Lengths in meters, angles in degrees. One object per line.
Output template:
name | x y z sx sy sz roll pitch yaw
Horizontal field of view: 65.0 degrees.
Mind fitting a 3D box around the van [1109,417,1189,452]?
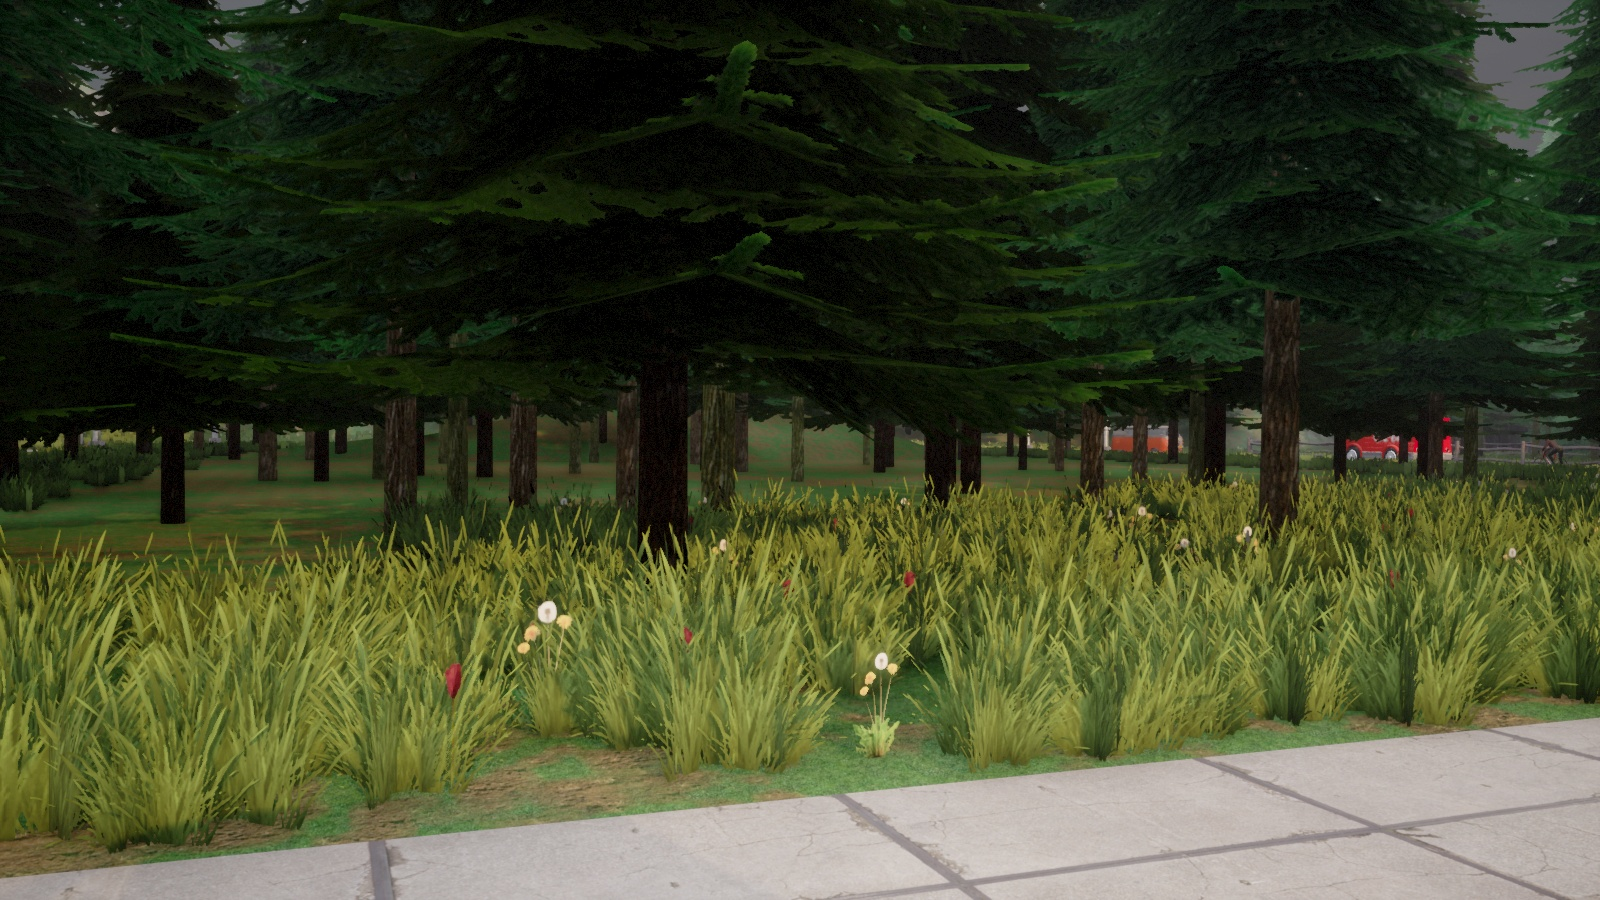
van | 20.391 -0.892 73.541 1.775 1.987 4.442 -1 1 -34

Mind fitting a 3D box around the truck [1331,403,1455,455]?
truck | 29.091 -1.036 61.830 2.627 2.467 5.204 -1 1 -20
